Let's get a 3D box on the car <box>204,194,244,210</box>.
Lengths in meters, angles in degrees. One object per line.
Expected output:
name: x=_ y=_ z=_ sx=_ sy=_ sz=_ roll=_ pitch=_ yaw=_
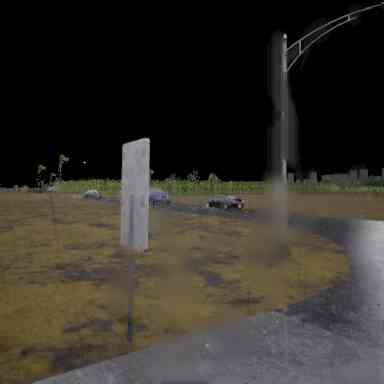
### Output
car: x=3.137 y=1.006 z=33.279 sx=1.837 sy=1.490 sz=4.892 roll=1 pitch=0 yaw=-35

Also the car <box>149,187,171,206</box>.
car: x=-4.556 y=0.443 z=38.076 sx=2.150 sy=2.045 sz=5.566 roll=1 pitch=1 yaw=-35

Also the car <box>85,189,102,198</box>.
car: x=-16.402 y=0.314 z=55.135 sx=1.812 sy=1.442 sz=4.674 roll=1 pitch=0 yaw=-35
